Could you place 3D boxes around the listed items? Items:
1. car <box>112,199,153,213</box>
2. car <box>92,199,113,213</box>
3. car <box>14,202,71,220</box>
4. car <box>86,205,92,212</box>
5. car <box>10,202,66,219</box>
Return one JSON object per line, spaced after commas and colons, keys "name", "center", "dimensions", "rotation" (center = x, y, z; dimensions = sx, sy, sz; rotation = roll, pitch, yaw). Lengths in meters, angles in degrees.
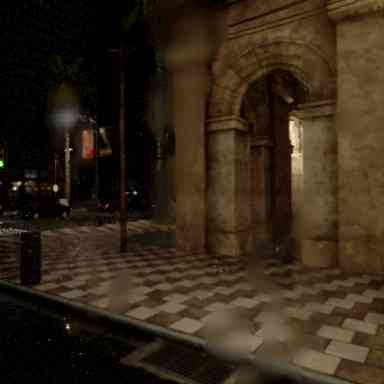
{"name": "car", "center": [-7.052, 1.808, 41.533], "dimensions": [2.128, 1.511, 4.902], "rotation": [-1, -1, 36]}
{"name": "car", "center": [-10.093, 1.707, 43.301], "dimensions": [2.097, 1.767, 4.553], "rotation": [-1, -1, 36]}
{"name": "car", "center": [-13.996, 1.820, 31.859], "dimensions": [1.837, 1.490, 4.892], "rotation": [-1, 0, 36]}
{"name": "car", "center": [-12.206, 1.899, 45.657], "dimensions": [2.161, 1.482, 4.786], "rotation": [-1, 0, 35]}
{"name": "car", "center": [-16.076, 1.844, 34.977], "dimensions": [2.128, 1.511, 4.902], "rotation": [-1, 0, 35]}
